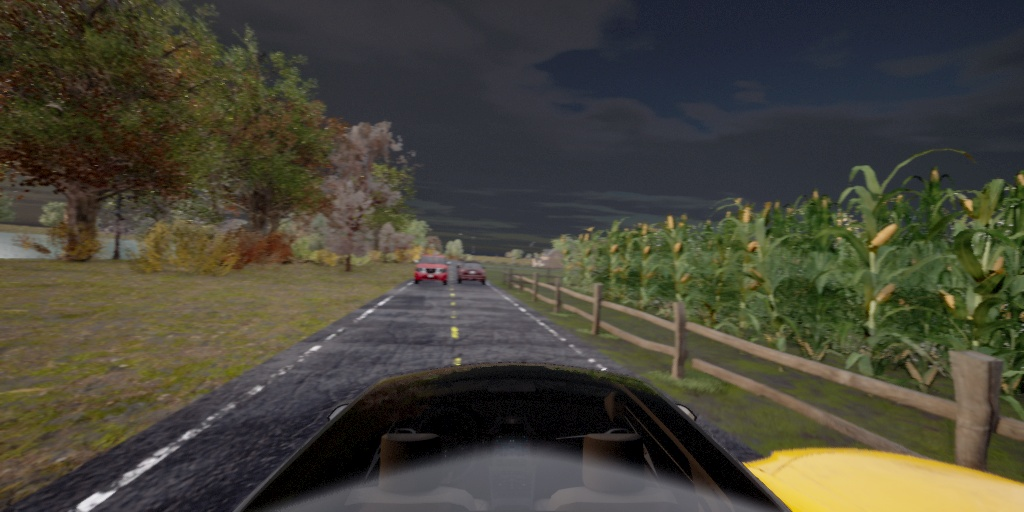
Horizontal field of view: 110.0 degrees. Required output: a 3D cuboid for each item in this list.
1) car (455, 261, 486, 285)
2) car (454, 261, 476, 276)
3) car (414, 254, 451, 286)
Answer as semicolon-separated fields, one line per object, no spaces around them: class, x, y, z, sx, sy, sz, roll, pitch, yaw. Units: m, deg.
car;-3.228;1.204;28.216;2.097;1.767;4.553;3;-1;-10
car;-5.398;1.358;40.754;2.128;1.511;4.902;3;-1;-10
car;-5.601;0.907;25.407;2.150;2.045;5.566;3;-1;-10
